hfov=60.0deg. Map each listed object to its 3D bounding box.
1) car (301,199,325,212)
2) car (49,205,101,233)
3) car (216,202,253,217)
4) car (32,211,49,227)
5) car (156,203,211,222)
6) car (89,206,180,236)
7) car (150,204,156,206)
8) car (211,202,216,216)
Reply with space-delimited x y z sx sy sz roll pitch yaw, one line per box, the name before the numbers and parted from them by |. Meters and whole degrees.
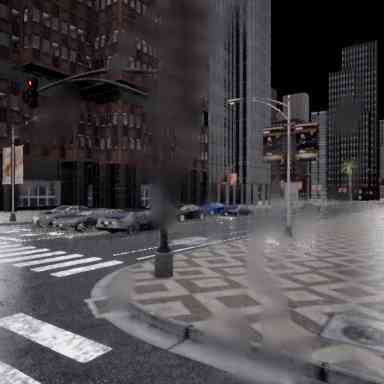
car | 18.902 2.319 52.248 1.837 1.490 4.892 0 -1 35
car | -6.552 1.757 21.902 1.812 1.442 4.674 0 -1 35
car | 5.289 2.078 38.800 2.033 1.411 5.357 0 -1 35
car | -8.994 1.724 24.080 2.128 1.511 4.902 0 -1 35
car | -0.653 1.858 30.324 1.882 1.535 5.008 0 -1 35
car | -3.316 1.791 20.311 2.033 1.411 5.357 0 -1 33
car | -3.268 1.869 32.257 2.128 1.511 4.902 0 -1 35
car | 2.544 2.002 40.543 1.882 1.535 5.008 0 -1 35
